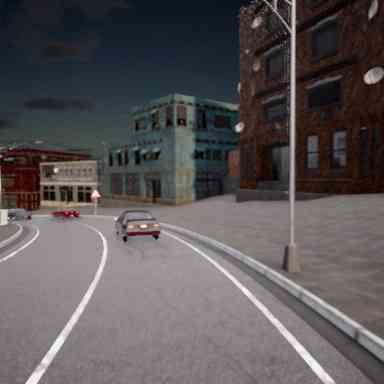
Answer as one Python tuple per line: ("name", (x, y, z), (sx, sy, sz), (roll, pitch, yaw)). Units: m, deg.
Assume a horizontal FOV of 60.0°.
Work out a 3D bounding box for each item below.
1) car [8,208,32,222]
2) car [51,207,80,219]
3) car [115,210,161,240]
("car", (-20.933, 2.735, 39.985), (4.892, 1.490, 1.837), (-5, -2, 44))
("car", (-14.900, 2.460, 38.979), (1.895, 1.301, 4.718), (-3, -1, -40))
("car", (-3.029, 1.687, 17.904), (2.033, 1.411, 5.357), (-1, -1, -18))
